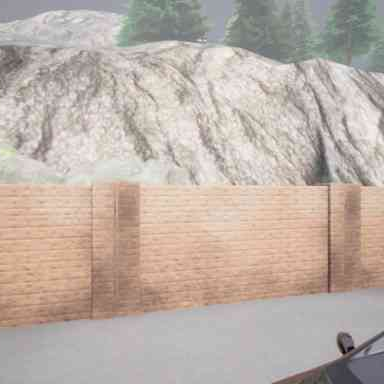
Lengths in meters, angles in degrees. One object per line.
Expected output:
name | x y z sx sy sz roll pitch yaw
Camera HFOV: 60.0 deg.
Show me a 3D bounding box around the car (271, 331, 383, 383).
car | 2.164 1.492 1.911 4.902 1.511 2.128 0 0 -18
